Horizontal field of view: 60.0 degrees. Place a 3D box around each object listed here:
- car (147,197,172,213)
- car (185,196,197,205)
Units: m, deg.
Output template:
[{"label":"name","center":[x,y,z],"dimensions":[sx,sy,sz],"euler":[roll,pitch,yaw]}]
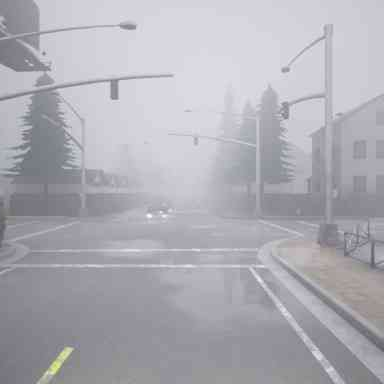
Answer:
[{"label":"car","center":[-3.686,1.352,36.990],"dimensions":[2.097,1.767,4.553],"euler":[0,0,0]},{"label":"car","center":[-0.140,1.491,59.194],"dimensions":[2.128,1.511,4.902],"euler":[0,0,0]}]
